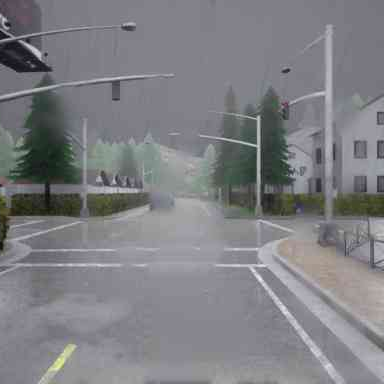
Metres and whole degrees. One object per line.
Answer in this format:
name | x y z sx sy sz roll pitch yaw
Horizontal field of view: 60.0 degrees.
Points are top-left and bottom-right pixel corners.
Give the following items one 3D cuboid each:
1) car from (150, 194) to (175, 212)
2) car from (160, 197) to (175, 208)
car | -3.579 1.221 38.998 2.150 2.045 5.566 0 0 0
car | -3.553 1.526 48.860 1.812 1.442 4.674 0 0 0
